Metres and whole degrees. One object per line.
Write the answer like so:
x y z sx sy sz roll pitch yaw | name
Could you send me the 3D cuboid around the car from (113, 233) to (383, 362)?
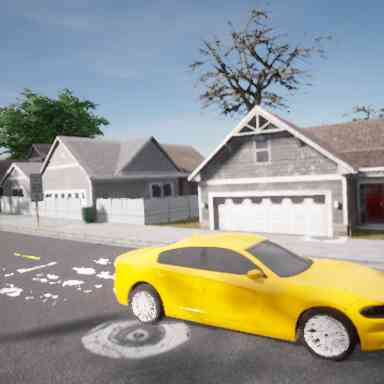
0.834 1.517 5.983 5.008 1.535 1.882 -2 1 31 | car
